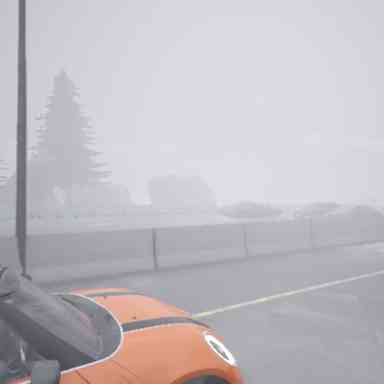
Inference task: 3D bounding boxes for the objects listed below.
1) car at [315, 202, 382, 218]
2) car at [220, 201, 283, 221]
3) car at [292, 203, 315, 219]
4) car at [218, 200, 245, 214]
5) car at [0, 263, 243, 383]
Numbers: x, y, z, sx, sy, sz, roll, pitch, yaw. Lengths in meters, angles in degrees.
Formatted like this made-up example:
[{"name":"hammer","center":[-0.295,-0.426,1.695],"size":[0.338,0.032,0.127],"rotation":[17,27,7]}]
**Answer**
[{"name":"car","center":[10.830,1.560,22.405],"size":[4.674,1.442,1.812],"rotation":[0,0,-27]},{"name":"car","center":[5.051,1.606,27.306],"size":[4.718,1.301,1.895],"rotation":[0,0,-28]},{"name":"car","center":[10.056,1.534,25.921],"size":[4.892,1.490,1.837],"rotation":[0,0,-26]},{"name":"car","center":[4.675,1.527,31.023],"size":[4.674,1.442,1.812],"rotation":[0,0,-27]},{"name":"car","center":[-1.743,1.342,2.395],"size":[4.553,1.767,2.097],"rotation":[0,0,-36]}]
